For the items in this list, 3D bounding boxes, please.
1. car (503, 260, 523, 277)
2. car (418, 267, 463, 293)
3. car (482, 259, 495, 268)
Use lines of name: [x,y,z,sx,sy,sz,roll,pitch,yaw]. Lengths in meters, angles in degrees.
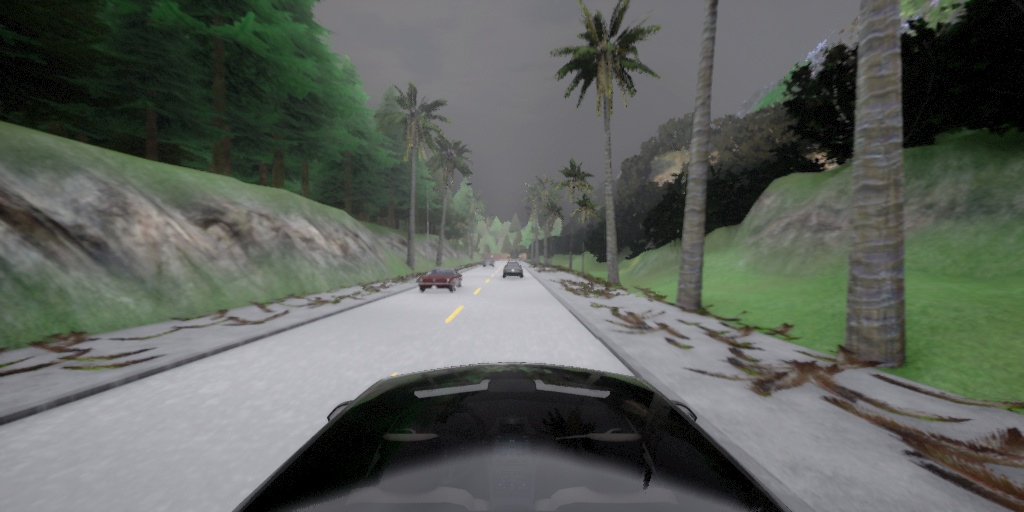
car: [0.095,1.326,35.675,1.994,1.385,4.181,0,0,0]
car: [-4.097,1.358,21.144,1.895,1.301,4.718,0,0,0]
car: [-4.034,1.260,62.243,2.128,1.511,4.902,0,0,1]
